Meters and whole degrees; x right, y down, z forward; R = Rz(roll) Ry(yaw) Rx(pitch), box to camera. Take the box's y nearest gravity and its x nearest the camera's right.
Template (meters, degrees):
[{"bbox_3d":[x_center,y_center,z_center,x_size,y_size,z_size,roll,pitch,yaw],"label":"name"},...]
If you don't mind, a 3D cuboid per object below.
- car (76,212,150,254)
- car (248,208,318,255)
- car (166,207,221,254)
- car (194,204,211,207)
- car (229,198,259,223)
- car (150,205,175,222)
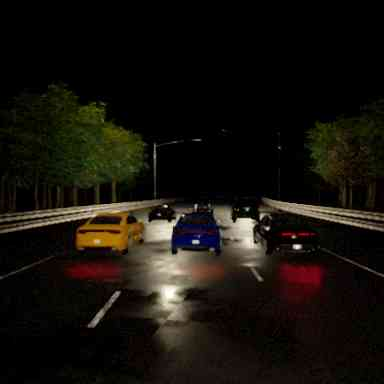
[{"bbox_3d":[-3.277,1.613,14.268,1.882,1.535,5.008,0,0,2],"label":"car"},{"bbox_3d":[3.710,1.641,13.868,1.837,1.490,4.892,0,0,2],"label":"car"},{"bbox_3d":[0.222,1.613,14.160,1.882,1.535,5.008,0,0,2],"label":"car"},{"bbox_3d":[0.966,1.765,28.766,2.128,1.511,4.902,0,0,4],"label":"car"},{"bbox_3d":[4.435,1.485,28.259,2.150,2.045,5.566,0,0,4],"label":"car"},{"bbox_3d":[-2.524,1.839,29.006,1.994,1.385,4.181,0,0,4],"label":"car"}]
